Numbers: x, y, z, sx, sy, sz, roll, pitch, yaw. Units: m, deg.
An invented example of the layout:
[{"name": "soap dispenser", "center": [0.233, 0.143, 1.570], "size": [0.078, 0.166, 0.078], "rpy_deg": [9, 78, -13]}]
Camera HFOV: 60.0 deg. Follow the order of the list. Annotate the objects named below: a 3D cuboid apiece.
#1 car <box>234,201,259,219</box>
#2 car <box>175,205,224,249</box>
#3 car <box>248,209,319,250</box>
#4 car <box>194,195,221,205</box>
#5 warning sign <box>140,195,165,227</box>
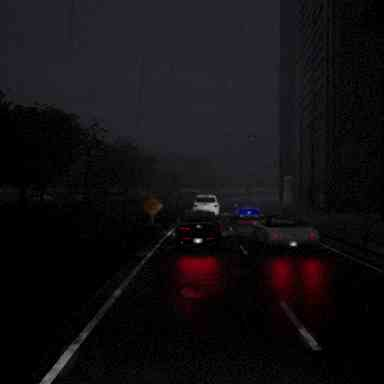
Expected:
[{"name": "car", "center": [4.795, 1.500, 29.148], "size": [1.882, 1.535, 5.008], "rpy_deg": [0, 0, 5]}, {"name": "car", "center": [0.327, 1.529, 14.566], "size": [1.837, 1.490, 4.892], "rpy_deg": [0, 0, 3]}, {"name": "car", "center": [3.825, 1.631, 14.442], "size": [1.895, 1.301, 4.718], "rpy_deg": [0, 0, 3]}, {"name": "car", "center": [1.317, 1.267, 29.481], "size": [2.150, 2.045, 5.566], "rpy_deg": [0, 0, 5]}, {"name": "warning sign", "center": [-2.414, 1.130, 20.407], "size": [1.300, 1.860, 1.060], "rpy_deg": [0, 0, 3]}]
